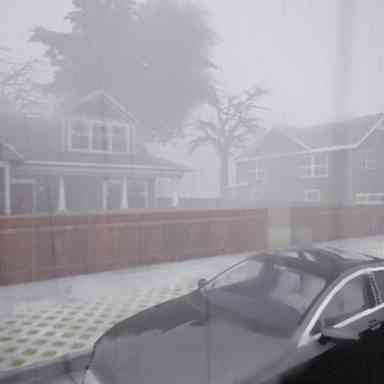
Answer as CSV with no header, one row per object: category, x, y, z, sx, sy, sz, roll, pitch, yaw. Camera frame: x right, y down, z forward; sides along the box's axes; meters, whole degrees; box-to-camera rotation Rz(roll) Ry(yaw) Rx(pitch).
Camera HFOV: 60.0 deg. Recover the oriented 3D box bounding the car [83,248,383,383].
car,1.262,1.497,3.888,4.902,1.511,2.128,0,0,-35
